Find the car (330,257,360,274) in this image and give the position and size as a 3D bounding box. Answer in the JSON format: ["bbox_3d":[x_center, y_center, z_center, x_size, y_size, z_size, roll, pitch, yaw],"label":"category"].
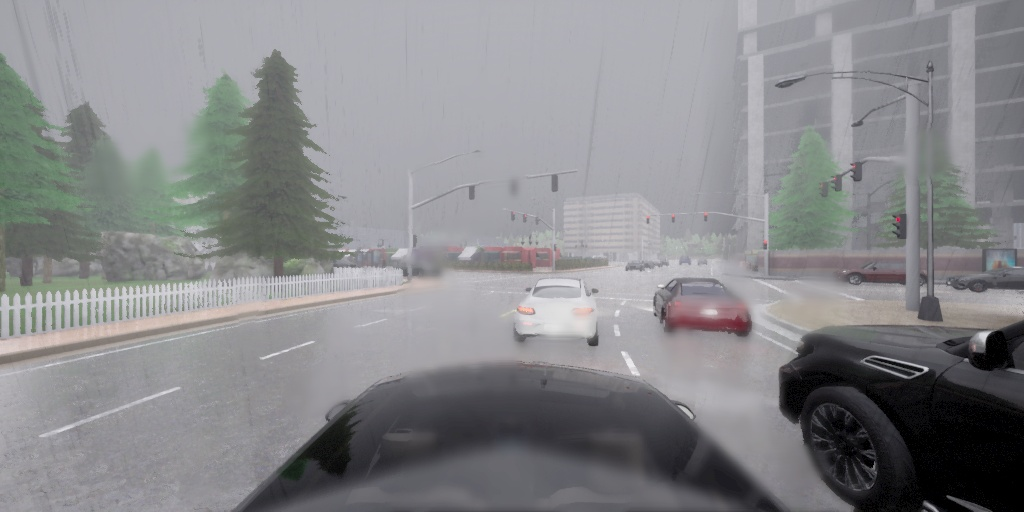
[{"bbox_3d":[-18.670,1.024,38.316,5.566,2.045,2.150,0,0,30],"label":"car"}]

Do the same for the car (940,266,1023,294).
[{"bbox_3d":[27.983,1.331,20.154,4.674,1.442,1.812,0,0,29],"label":"car"}]

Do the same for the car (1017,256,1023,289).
[{"bbox_3d":[34.233,1.027,20.663,5.566,2.045,2.150,0,0,30],"label":"car"}]

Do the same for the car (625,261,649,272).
[{"bbox_3d":[16.436,1.314,47.656,1.994,1.385,4.181,0,0,29],"label":"car"}]

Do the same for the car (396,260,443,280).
[{"bbox_3d":[-8.430,1.157,32.490,4.553,1.767,2.097,0,0,30],"label":"car"}]

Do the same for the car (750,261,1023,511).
[{"bbox_3d":[3.736,0.971,1.168,2.150,2.045,5.566,0,0,0],"label":"car"}]

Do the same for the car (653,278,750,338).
[{"bbox_3d":[5.287,1.314,10.398,1.994,1.385,4.181,0,0,17],"label":"car"}]

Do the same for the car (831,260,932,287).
[{"bbox_3d":[25.891,1.157,25.386,4.553,1.767,2.097,0,0,29],"label":"car"}]

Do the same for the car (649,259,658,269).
[{"bbox_3d":[20.756,1.351,55.397,1.895,1.301,4.718,0,0,29],"label":"car"}]

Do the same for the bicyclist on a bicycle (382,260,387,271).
[{"bbox_3d":[-15.776,1.258,44.233,0.582,1.620,1.656,0,0,-23],"label":"bicyclist on a bicycle"}]

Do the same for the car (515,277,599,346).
[{"bbox_3d":[1.267,1.276,9.387,1.812,1.442,4.674,0,0,11],"label":"car"}]
